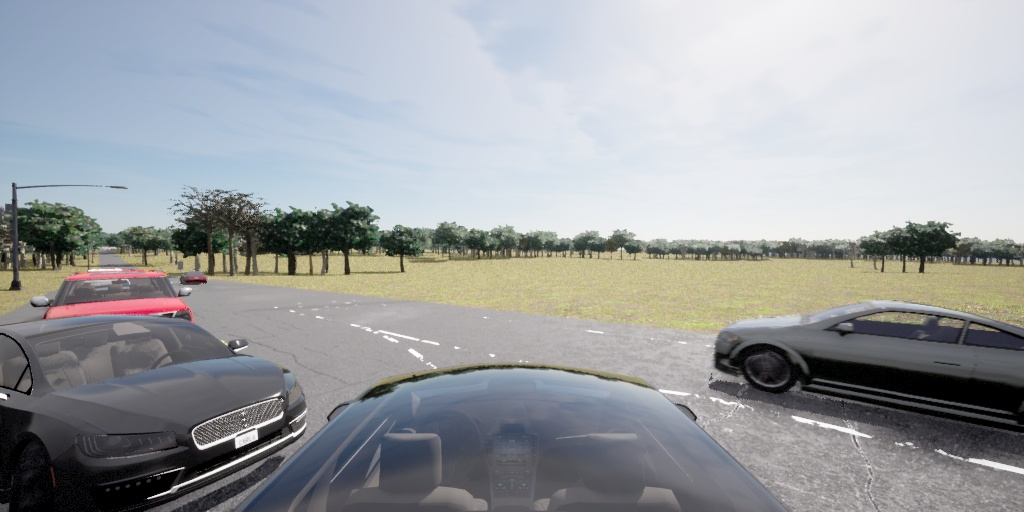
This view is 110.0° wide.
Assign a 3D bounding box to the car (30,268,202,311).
[{"bbox_3d":[-9.463,1.384,8.636,5.566,2.045,2.150,-2,0,41],"label":"car"}]

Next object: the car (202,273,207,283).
[{"bbox_3d":[-37.564,2.519,42.249,4.181,1.385,1.994,-2,0,41],"label":"car"}]

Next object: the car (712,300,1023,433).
[{"bbox_3d":[5.297,1.347,5.140,4.181,1.385,1.994,0,0,41],"label":"car"}]

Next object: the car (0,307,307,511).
[{"bbox_3d":[-4.557,1.445,3.985,4.892,1.490,1.837,-3,-3,21],"label":"car"}]
